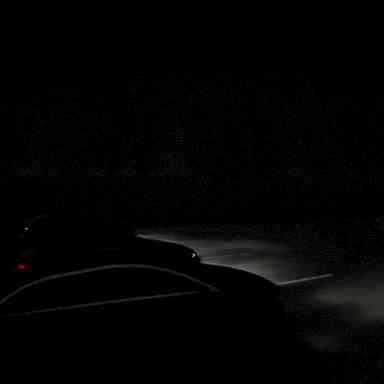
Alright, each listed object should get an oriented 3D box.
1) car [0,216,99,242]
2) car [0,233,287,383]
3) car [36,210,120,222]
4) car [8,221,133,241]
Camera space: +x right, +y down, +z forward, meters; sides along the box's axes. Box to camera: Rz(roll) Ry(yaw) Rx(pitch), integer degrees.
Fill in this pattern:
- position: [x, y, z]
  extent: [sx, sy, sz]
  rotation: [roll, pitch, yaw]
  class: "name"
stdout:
- position: [-5.439, 1.581, 9.842]
  extent: [4.718, 1.301, 1.895]
  rotation: [0, 0, -28]
  class: "car"
- position: [-0.955, 1.483, 4.311]
  extent: [4.902, 1.511, 2.128]
  rotation: [0, 0, -28]
  class: "car"
- position: [-4.876, 1.499, 14.144]
  extent: [4.674, 1.442, 1.812]
  rotation: [0, 0, -29]
  class: "car"
- position: [-1.874, 1.550, 7.794]
  extent: [4.181, 1.385, 1.994]
  rotation: [0, 0, -28]
  class: "car"
